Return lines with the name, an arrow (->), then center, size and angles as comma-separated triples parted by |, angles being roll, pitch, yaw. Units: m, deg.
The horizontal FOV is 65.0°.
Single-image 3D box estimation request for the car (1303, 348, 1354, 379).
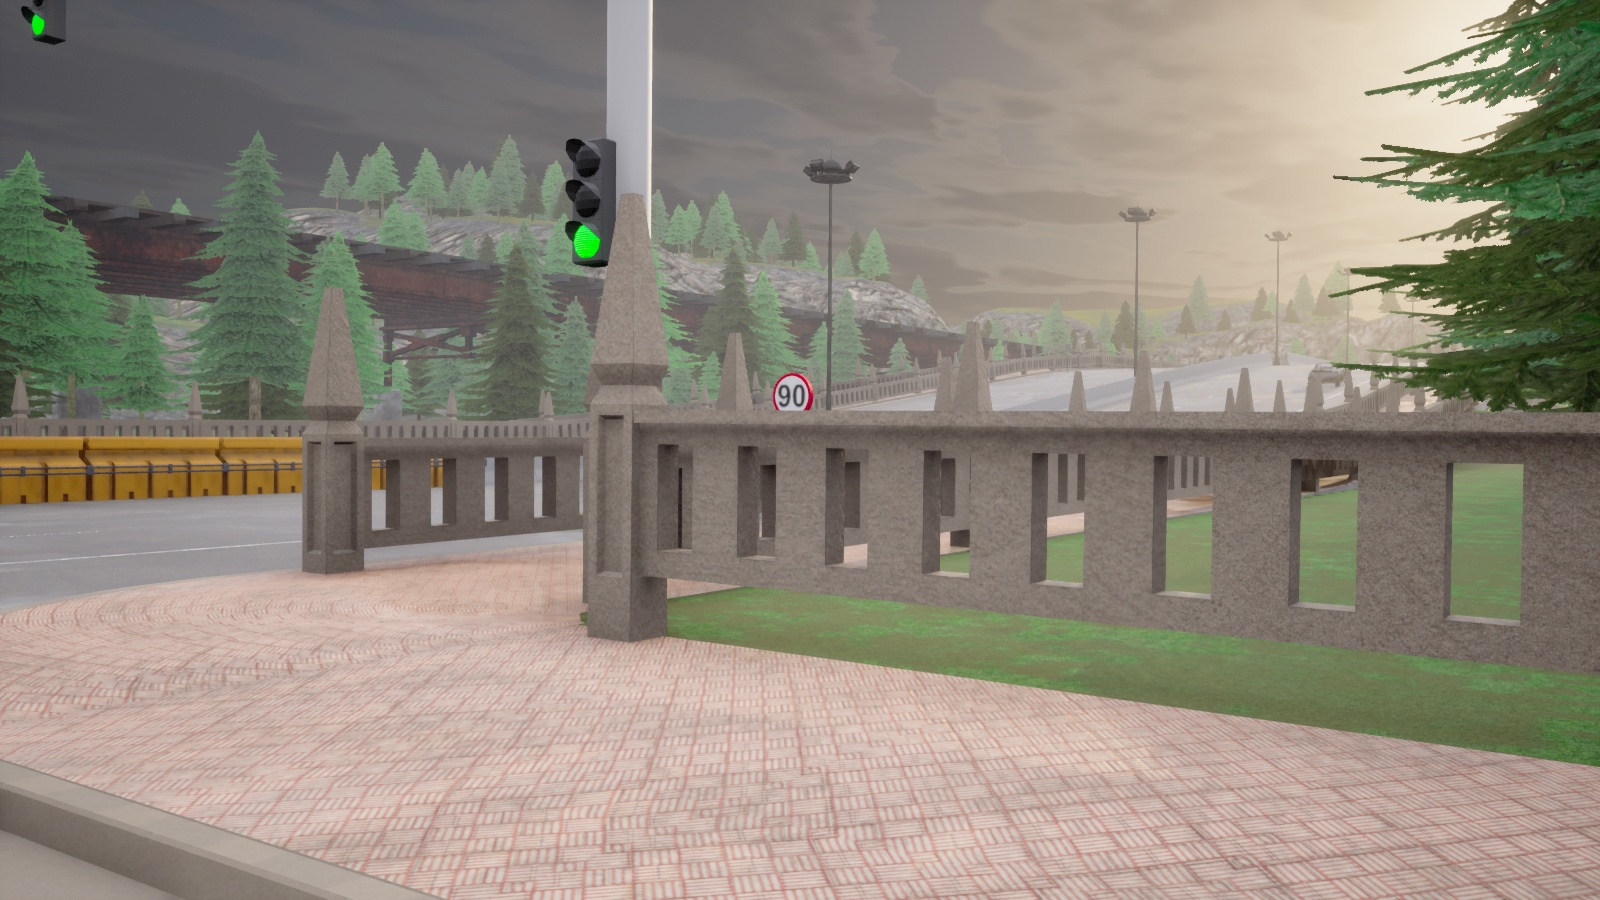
car -> 33.742, -5.549, 80.122 | 2.128, 1.511, 4.902 | 0, 8, 34
